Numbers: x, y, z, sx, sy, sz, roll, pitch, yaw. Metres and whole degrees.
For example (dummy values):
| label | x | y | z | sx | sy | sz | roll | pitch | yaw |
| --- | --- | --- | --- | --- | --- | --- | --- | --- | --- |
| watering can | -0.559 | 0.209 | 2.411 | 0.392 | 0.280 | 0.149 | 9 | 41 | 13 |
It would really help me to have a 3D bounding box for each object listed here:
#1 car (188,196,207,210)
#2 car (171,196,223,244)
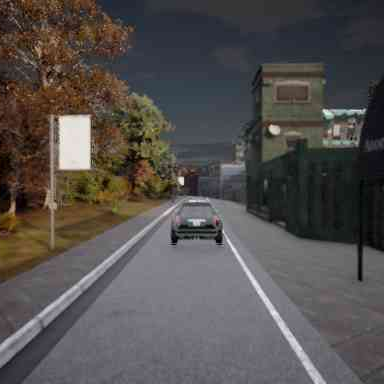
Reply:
| label | x | y | z | sx | sy | sz | roll | pitch | yaw |
| --- | --- | --- | --- | --- | --- | --- | --- | --- | --- |
| car | 0.636 | 1.111 | 36.281 | 1.895 | 1.301 | 4.718 | 0 | 1 | 2 |
| car | 0.211 | 1.218 | 15.154 | 2.097 | 1.767 | 4.553 | 0 | 1 | 1 |
